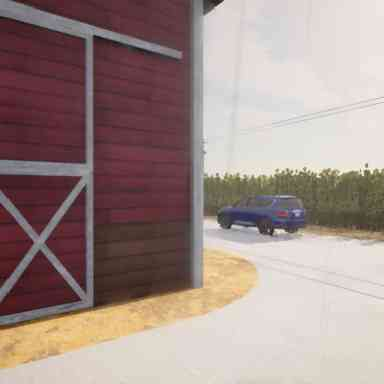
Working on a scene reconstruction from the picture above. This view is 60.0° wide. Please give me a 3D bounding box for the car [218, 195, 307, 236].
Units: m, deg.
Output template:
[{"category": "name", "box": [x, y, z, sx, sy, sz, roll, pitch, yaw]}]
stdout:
[{"category": "car", "box": [3.731, 1.204, 18.567, 2.150, 2.045, 5.566, 0, 0, -33]}]
